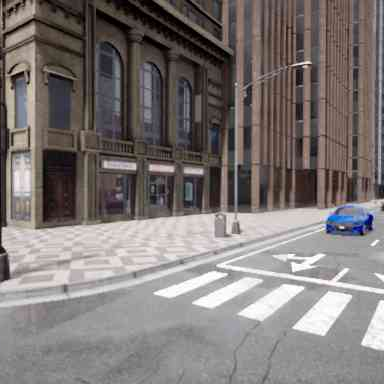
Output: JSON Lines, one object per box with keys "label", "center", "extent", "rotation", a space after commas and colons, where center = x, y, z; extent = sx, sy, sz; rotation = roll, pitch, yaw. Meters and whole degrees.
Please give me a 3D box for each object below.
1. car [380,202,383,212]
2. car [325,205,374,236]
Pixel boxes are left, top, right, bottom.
{"label": "car", "center": [23.476, 1.563, 39.180], "extent": [1.837, 1.490, 4.892], "rotation": [1, 0, 35]}
{"label": "car", "center": [9.025, 1.515, 18.860], "extent": [1.882, 1.535, 5.008], "rotation": [1, 0, 35]}
